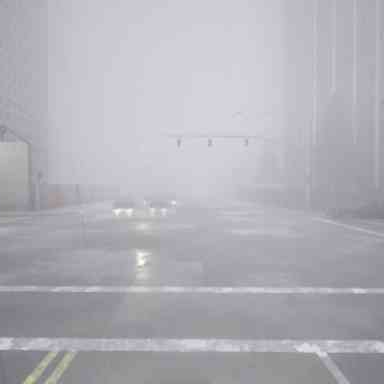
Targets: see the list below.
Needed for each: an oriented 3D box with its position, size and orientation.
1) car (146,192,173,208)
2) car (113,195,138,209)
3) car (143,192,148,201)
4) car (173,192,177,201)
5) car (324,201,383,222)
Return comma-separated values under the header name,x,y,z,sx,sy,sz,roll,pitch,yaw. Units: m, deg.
name,x,y,z,sx,sy,sz,roll,pitch,yaw
car,-3.599,1.012,37.903,2.033,1.411,5.357,0,1,0
car,-7.099,1.058,35.792,1.994,1.385,4.181,0,1,0
car,-7.037,0.731,56.300,1.812,1.442,4.674,0,1,0
car,-3.536,0.696,56.508,2.128,1.511,4.902,0,1,0
car,11.364,1.238,21.968,4.718,1.301,1.895,0,1,0
